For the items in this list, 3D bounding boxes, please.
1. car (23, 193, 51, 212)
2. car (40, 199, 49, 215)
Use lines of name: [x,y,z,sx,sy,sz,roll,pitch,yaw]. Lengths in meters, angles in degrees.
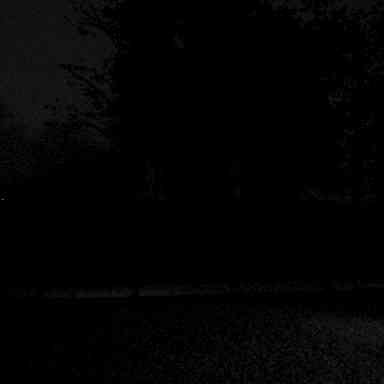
car: [-15.432,1.012,33.039,2.231,1.521,4.892,3,0,-27]
car: [-11.261,0.857,22.393,2.435,2.045,5.566,3,-1,-16]
